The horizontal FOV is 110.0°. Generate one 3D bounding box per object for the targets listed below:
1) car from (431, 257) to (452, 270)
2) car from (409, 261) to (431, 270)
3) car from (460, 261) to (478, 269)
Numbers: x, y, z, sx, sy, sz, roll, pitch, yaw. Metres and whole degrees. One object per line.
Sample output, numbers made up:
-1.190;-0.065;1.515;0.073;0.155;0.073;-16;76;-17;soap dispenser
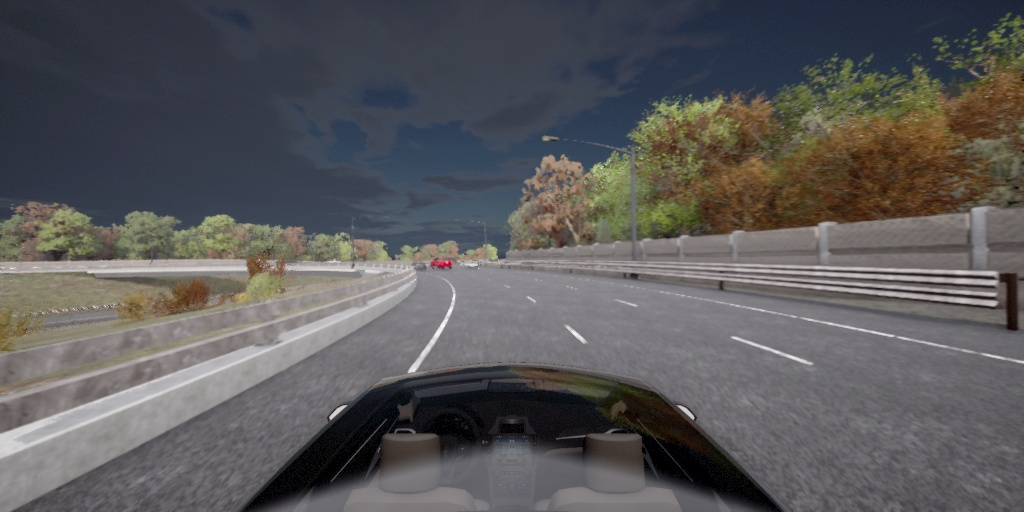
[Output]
-11.428;1.170;57.707;2.150;2.045;5.566;-1;0;-30;car
-15.020;1.510;56.813;2.128;1.511;4.902;-1;0;-31;car
-7.059;1.463;58.272;1.895;1.301;4.718;-1;0;-22;car
